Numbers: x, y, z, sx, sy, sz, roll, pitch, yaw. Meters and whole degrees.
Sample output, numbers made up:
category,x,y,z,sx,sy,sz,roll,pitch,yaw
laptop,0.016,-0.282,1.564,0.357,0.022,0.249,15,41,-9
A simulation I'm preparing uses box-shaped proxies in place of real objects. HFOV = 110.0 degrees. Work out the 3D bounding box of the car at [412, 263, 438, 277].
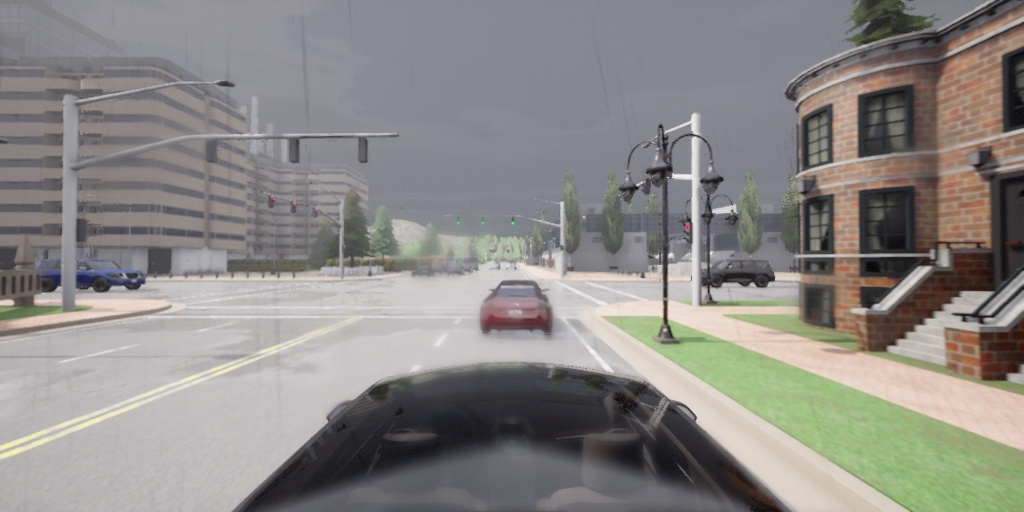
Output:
category,x,y,z,sx,sy,sz,roll,pitch,yaw
car,-10.669,1.828,43.343,1.994,1.385,4.181,0,-1,0

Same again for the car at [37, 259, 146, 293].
category,x,y,z,sx,sy,sz,roll,pitch,yaw
car,-26.883,1.234,22.892,5.566,2.045,2.150,0,-1,0

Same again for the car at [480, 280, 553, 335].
category,x,y,z,sx,sy,sz,roll,pitch,yaw
car,0.217,1.428,11.045,1.994,1.385,4.181,0,-1,4

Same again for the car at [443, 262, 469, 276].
category,x,y,z,sx,sy,sz,roll,pitch,yaw
car,-7.168,1.806,46.389,1.837,1.490,4.892,0,-1,0

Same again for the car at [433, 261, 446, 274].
category,x,y,z,sx,sy,sz,roll,pitch,yaw
car,-10.682,1.876,51.997,1.837,1.490,4.892,0,-1,0

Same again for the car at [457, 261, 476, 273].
category,x,y,z,sx,sy,sz,roll,pitch,yaw
car,-7.180,1.922,55.752,1.837,1.490,4.892,0,-1,0

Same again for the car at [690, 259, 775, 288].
category,x,y,z,sx,sy,sz,roll,pitch,yaw
car,16.145,1.274,26.322,5.566,2.045,2.150,0,-1,-1

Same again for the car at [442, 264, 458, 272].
category,x,y,z,sx,sy,sz,roll,pitch,yaw
car,-10.667,2.095,62.011,1.895,1.301,4.718,0,-1,0
